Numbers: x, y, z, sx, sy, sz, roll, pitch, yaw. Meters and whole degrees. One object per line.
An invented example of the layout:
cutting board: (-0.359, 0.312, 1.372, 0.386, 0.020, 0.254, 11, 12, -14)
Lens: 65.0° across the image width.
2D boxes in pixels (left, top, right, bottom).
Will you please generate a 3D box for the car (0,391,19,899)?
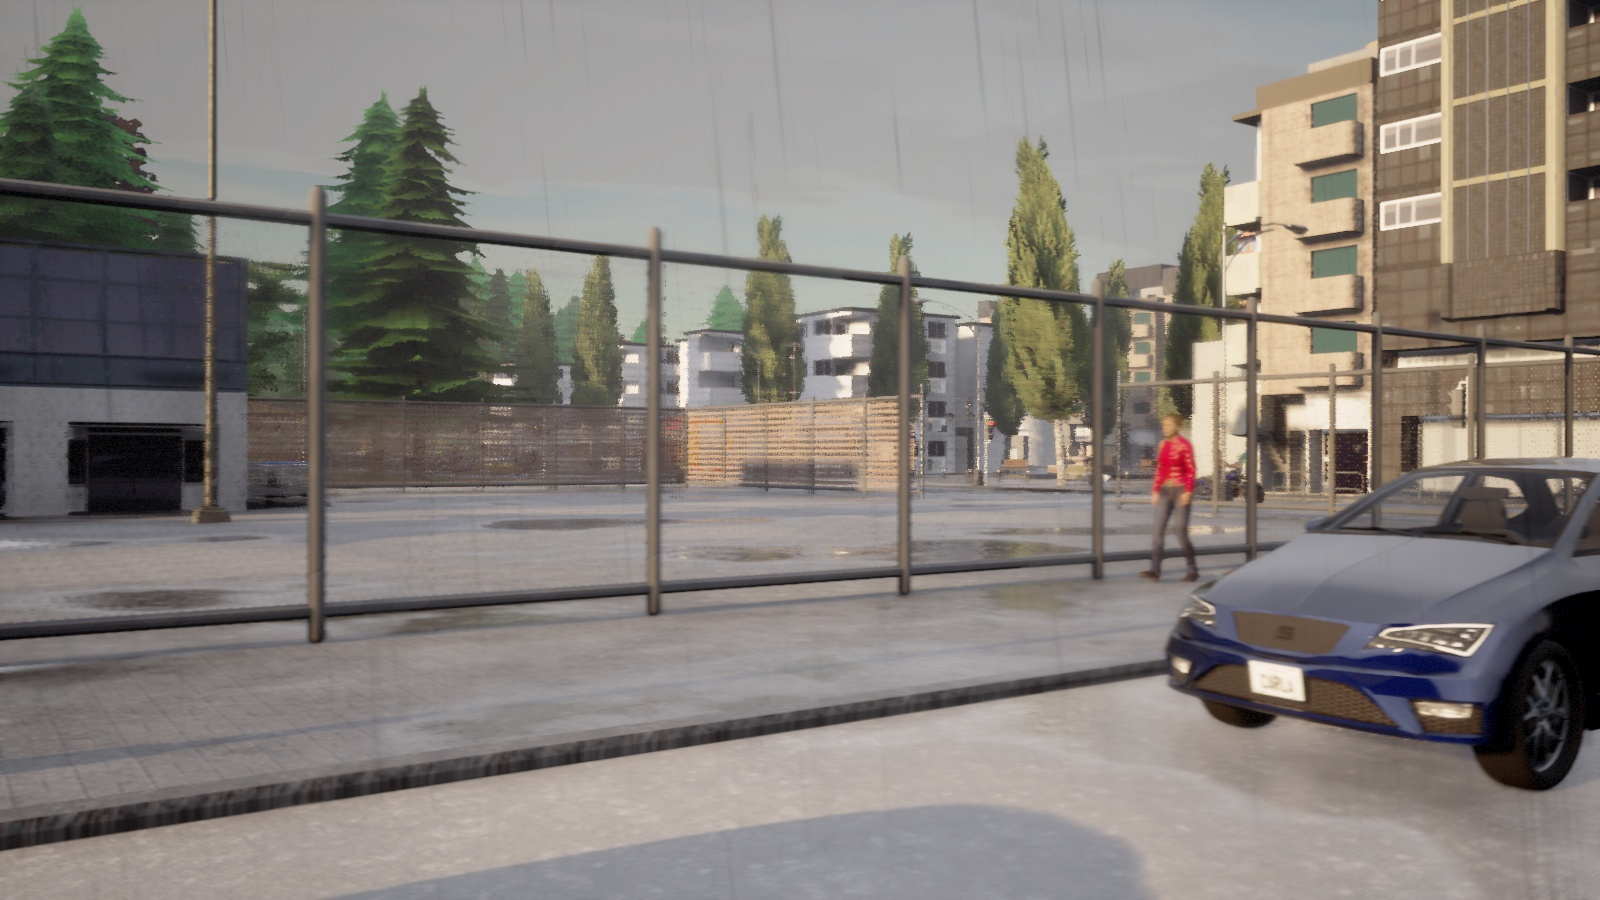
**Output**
car: (-4.030, 0.696, 1.385, 5.366, 1.575, 1.801, 0, 0, -32)

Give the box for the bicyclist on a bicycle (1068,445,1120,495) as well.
bicyclist on a bicycle: (10.544, 0.704, 45.110, 0.659, 1.776, 1.843, 0, 0, -35)

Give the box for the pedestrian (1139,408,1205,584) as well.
pedestrian: (3.984, 0.479, 13.447, 0.636, 1.846, 0.331, 0, 0, -30)

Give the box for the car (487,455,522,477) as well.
car: (-18.925, 1.037, 80.384, 1.481, 1.376, 2.207, 0, -1, -35)

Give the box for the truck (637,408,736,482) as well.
truck: (-6.358, -0.237, 69.051, 2.891, 3.827, 8.468, 0, 0, -23)

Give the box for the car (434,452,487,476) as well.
car: (-23.523, 0.938, 86.995, 2.033, 1.649, 4.856, 0, 0, -35)

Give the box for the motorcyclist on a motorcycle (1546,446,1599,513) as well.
motorcyclist on a motorcycle: (20.097, 0.730, 31.426, 0.766, 1.649, 2.350, 0, 0, -35)

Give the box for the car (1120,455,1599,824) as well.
car: (3.922, 0.767, 6.959, 4.193, 1.474, 1.816, 0, 0, -33)

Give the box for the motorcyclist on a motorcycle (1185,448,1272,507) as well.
motorcyclist on a motorcycle: (12.174, 0.757, 35.774, 0.766, 1.649, 2.350, 0, 0, -35)
